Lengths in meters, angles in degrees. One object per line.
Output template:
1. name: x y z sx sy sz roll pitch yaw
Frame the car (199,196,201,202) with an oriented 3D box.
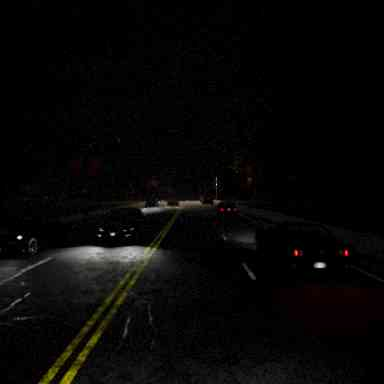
1. car: 3.269 1.767 77.705 2.097 1.767 4.553 0 0 0

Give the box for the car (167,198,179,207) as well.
1. car: -3.287 1.741 57.532 1.882 1.535 5.008 0 0 1

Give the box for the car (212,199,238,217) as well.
1. car: 3.355 1.666 32.720 2.033 1.411 5.357 0 0 0

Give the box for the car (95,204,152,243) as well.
1. car: -3.345 1.556 16.469 1.837 1.490 4.892 0 0 0

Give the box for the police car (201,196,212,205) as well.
1. police car: 3.267 1.757 66.843 1.930 1.638 5.238 0 0 0

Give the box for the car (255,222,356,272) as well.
1. car: 3.353 1.632 10.917 1.895 1.301 4.718 0 0 0

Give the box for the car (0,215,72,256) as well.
1. car: -6.598 1.640 13.490 1.895 1.301 4.718 0 0 0

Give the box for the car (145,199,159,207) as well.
1. car: -6.548 1.844 54.753 1.895 1.301 4.718 0 0 0
